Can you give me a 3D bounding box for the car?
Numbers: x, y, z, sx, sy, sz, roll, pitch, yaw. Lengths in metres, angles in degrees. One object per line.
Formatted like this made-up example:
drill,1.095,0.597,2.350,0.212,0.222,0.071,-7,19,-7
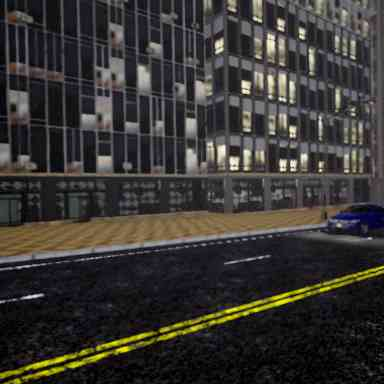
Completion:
car,9.427,1.425,18.391,4.674,1.442,1.812,0,0,-35
